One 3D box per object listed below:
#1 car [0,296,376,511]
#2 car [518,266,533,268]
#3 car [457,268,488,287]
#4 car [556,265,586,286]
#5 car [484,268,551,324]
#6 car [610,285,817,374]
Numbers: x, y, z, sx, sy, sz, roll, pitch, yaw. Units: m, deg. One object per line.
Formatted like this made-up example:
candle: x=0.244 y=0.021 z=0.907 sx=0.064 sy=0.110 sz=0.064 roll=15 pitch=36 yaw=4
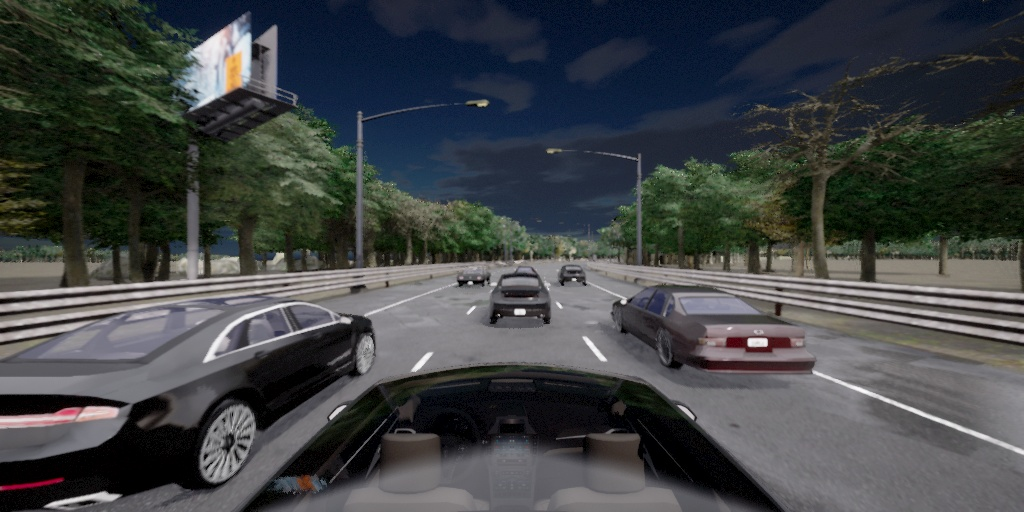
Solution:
car: x=-3.368 y=1.255 z=4.559 sx=2.128 sy=1.511 sz=4.902 roll=0 pitch=0 yaw=0
car: x=1.050 y=1.485 z=28.140 sx=1.994 sy=1.385 sz=4.181 roll=0 pitch=0 yaw=4
car: x=-2.611 y=1.503 z=25.917 sx=1.895 sy=1.301 sz=4.718 roll=0 pitch=0 yaw=4
car: x=4.510 y=1.426 z=27.437 sx=1.837 sy=1.490 sz=4.892 roll=0 pitch=0 yaw=4
car: x=0.291 y=1.322 z=12.332 sx=1.837 sy=1.490 sz=4.892 roll=0 pitch=0 yaw=2
car: x=3.671 y=1.340 z=7.806 sx=2.033 sy=1.411 sz=5.357 roll=0 pitch=0 yaw=1
